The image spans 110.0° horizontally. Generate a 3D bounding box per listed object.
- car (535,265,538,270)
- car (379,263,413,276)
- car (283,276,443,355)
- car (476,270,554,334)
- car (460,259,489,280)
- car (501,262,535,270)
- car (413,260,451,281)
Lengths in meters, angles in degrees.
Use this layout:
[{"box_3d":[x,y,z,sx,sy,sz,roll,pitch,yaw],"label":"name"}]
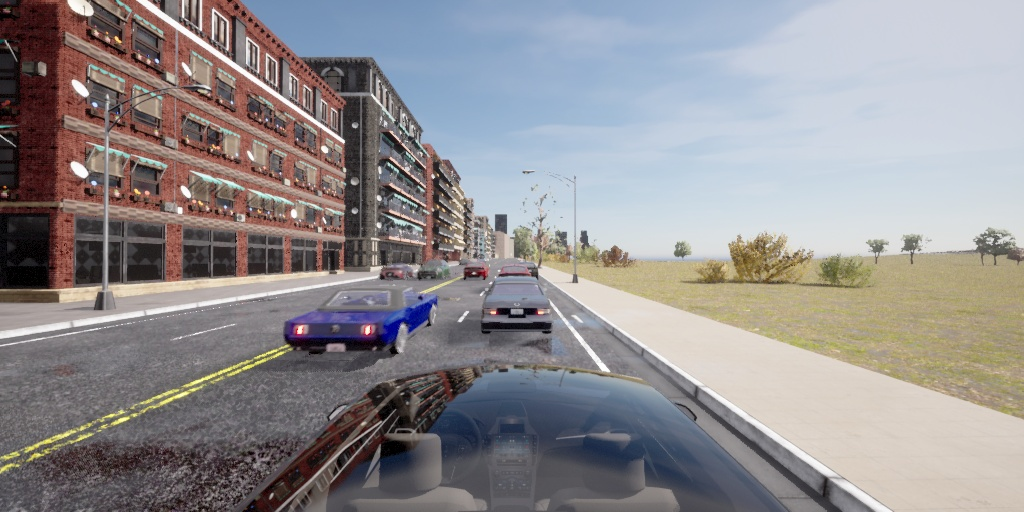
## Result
[{"box_3d":[1.210,1.232,30.573,1.882,1.535,5.008,0,0,0],"label":"car"},{"box_3d":[-9.778,1.317,30.666,1.994,1.385,4.181,0,0,0],"label":"car"},{"box_3d":[-3.136,1.352,8.638,1.895,1.301,4.718,0,0,0],"label":"car"},{"box_3d":[0.121,1.299,10.596,2.033,1.411,5.357,0,0,0],"label":"car"},{"box_3d":[-3.073,1.231,31.667,1.882,1.535,5.008,0,0,0],"label":"car"},{"box_3d":[0.151,1.231,21.136,1.882,1.535,5.008,0,0,0],"label":"car"},{"box_3d":[-6.528,1.106,30.337,2.097,1.767,4.553,0,0,0],"label":"car"}]
